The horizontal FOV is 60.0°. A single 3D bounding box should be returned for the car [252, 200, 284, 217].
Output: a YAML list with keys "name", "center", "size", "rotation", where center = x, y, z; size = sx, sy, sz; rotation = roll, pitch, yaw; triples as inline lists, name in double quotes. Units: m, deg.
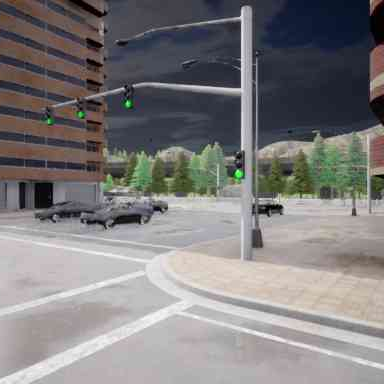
- name: "car"
  center: [7.151, 1.478, 31.720]
  size: [1.882, 1.535, 5.008]
  rotation: [0, 0, 36]

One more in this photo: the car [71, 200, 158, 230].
- name: "car"
  center: [-4.752, 1.491, 21.194]
  size: [2.128, 1.511, 4.902]
  rotation: [0, 0, 36]

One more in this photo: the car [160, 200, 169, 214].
- name: "car"
  center: [-4.431, 1.492, 33.860]
  size: [2.128, 1.511, 4.902]
  rotation: [0, 0, 36]

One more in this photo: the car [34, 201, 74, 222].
- name: "car"
  center: [-9.918, 1.505, 26.322]
  size: [1.837, 1.490, 4.892]
  rotation: [0, 0, 36]

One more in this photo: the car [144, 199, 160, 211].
- name: "car"
  center: [-5.059, 1.526, 27.060]
  size: [1.812, 1.442, 4.674]
  rotation: [0, 0, 36]
